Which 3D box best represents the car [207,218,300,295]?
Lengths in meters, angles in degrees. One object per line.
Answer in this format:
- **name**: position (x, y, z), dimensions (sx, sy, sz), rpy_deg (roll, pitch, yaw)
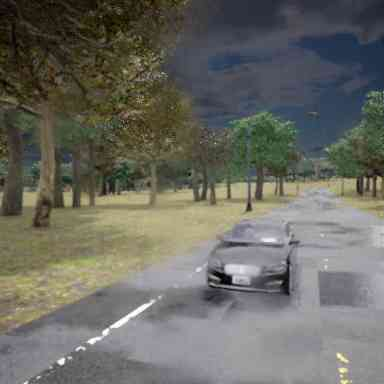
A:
- **car**: position (1.838, 1.512, 8.987), dimensions (2.128, 1.511, 4.902), rpy_deg (0, 0, 20)
